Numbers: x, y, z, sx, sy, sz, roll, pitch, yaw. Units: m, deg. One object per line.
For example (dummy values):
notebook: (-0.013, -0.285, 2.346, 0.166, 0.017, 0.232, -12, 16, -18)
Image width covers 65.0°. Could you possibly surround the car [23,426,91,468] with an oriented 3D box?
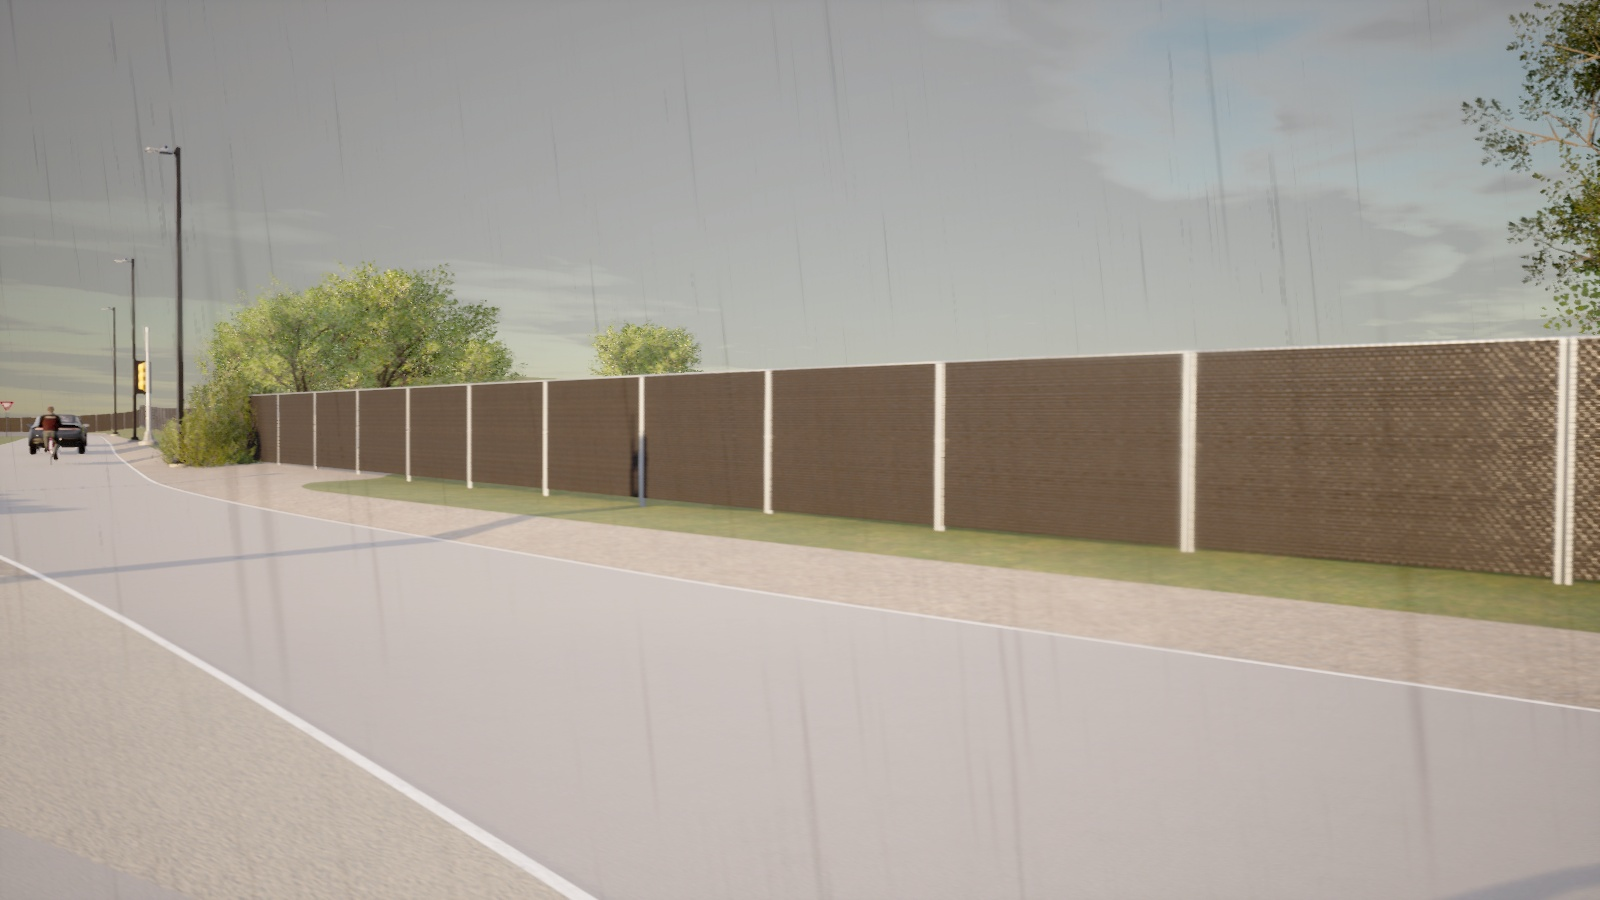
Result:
car: (-28.612, -0.155, 48.459, 2.128, 1.511, 4.902, -2, 2, -29)
